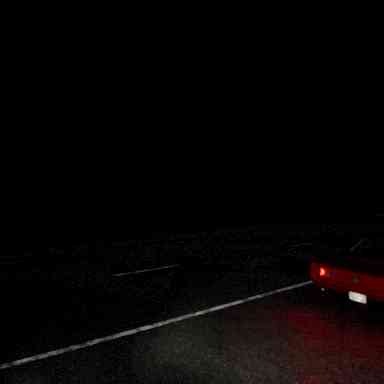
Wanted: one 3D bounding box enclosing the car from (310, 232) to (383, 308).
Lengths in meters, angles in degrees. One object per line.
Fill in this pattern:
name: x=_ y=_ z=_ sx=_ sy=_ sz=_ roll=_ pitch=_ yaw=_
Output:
car: x=4.698 y=1.522 z=7.074 sx=4.718 sy=1.301 sz=1.895 roll=-1 pitch=0 yaw=-35
